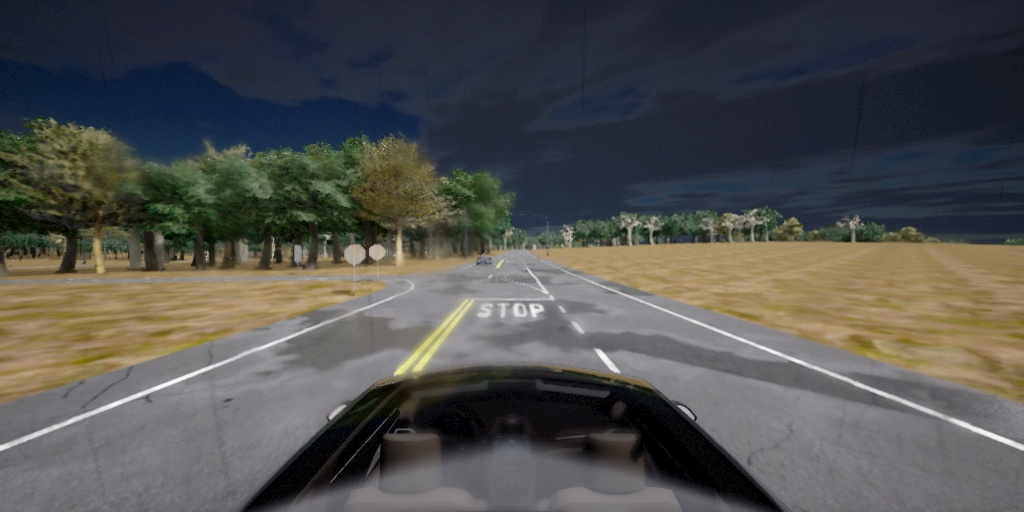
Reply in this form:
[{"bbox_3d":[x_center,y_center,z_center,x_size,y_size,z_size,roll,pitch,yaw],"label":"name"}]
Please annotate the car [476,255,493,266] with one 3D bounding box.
[{"bbox_3d":[-3.477,0.575,45.761,1.994,1.385,4.181,0,1,0],"label":"car"}]
